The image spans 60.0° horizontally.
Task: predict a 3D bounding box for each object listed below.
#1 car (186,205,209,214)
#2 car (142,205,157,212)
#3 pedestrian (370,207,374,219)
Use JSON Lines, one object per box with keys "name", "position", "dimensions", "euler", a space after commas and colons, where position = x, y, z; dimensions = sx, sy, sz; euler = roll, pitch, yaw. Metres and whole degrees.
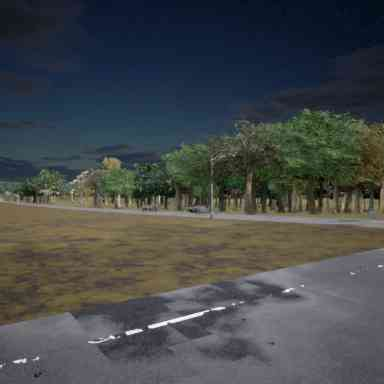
{"name": "car", "position": [0.892, 3.006, 56.534], "dimensions": [2.128, 1.511, 4.902], "euler": [1, -2, -33]}
{"name": "car", "position": [-9.217, 3.557, 71.780], "dimensions": [1.837, 1.490, 4.892], "euler": [1, -2, -33]}
{"name": "pedestrian", "position": [19.291, 2.202, 35.573], "dimensions": [0.375, 1.300, 0.375], "euler": [-2, 1, -33]}
